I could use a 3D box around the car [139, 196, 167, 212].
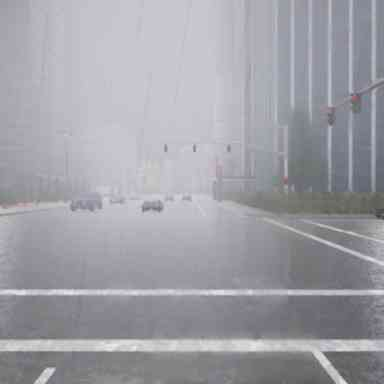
[{"bbox_3d":[-4.015,1.387,34.637,1.895,1.301,4.718,0,0,-1],"label":"car"}]

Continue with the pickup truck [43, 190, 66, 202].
[{"bbox_3d":[-24.578,0.683,61.012,2.390,2.098,6.274,0,0,30],"label":"pickup truck"}]

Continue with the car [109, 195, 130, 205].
[{"bbox_3d":[-11.409,1.176,51.290,2.128,1.511,4.902,0,0,0],"label":"car"}]

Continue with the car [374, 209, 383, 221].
[{"bbox_3d":[15.443,1.456,23.226,4.718,1.301,1.895,0,0,0],"label":"car"}]

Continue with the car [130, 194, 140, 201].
[{"bbox_3d":[-11.538,1.112,67.137,1.812,1.442,4.674,0,0,0],"label":"car"}]

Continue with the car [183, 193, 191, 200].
[{"bbox_3d":[-1.150,0.914,76.663,1.882,1.535,5.008,0,0,-1],"label":"car"}]

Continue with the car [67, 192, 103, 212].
[{"bbox_3d":[-11.243,0.999,35.774,2.150,2.045,5.566,0,1,-1],"label":"car"}]

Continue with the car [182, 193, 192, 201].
[{"bbox_3d":[-1.022,1.116,66.414,1.812,1.442,4.674,0,0,-1],"label":"car"}]

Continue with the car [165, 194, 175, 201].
[{"bbox_3d":[-4.517,1.140,66.006,2.033,1.411,5.357,0,0,-1],"label":"car"}]
